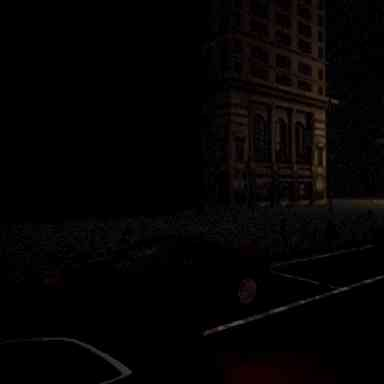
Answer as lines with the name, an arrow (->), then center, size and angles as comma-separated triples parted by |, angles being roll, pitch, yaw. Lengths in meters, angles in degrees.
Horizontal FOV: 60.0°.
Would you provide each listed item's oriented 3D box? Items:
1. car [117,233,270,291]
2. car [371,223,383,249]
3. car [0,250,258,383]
car -> -0.473, 1.527, 6.316 | 4.507, 1.381, 1.887 | 0, 0, -36
car -> 8.708, 1.485, 12.872 | 4.313, 1.339, 1.947 | 0, 0, -36
car -> -2.026, 1.508, 1.929 | 4.892, 1.490, 1.837 | 0, 0, -36
